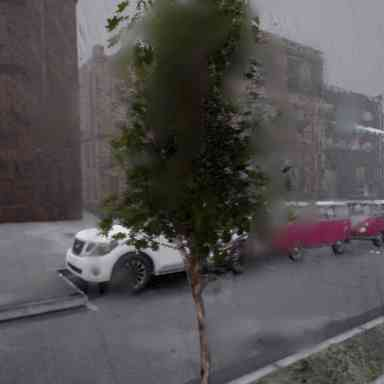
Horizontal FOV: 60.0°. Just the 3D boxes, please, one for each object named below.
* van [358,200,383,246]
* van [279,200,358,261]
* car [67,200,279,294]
[{"bbox_3d":[8.522,1.355,15.594,4.442,1.987,1.878,0,0,-35],"label":"van"},{"bbox_3d":[3.990,1.324,12.396,4.442,1.987,1.878,0,0,-35],"label":"van"},{"bbox_3d":[-0.468,1.265,9.249,5.566,2.045,2.435,0,0,-35],"label":"car"}]
